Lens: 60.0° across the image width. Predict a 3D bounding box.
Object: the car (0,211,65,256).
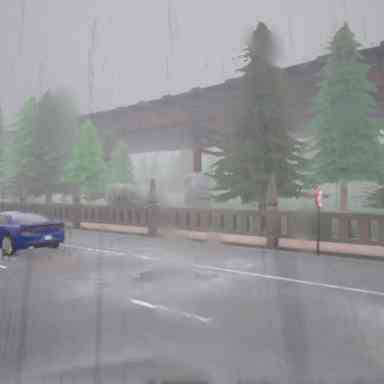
[{"bbox_3d":[-7.188,1.505,13.414,5.008,1.535,1.882,0,0,35],"label":"car"}]
